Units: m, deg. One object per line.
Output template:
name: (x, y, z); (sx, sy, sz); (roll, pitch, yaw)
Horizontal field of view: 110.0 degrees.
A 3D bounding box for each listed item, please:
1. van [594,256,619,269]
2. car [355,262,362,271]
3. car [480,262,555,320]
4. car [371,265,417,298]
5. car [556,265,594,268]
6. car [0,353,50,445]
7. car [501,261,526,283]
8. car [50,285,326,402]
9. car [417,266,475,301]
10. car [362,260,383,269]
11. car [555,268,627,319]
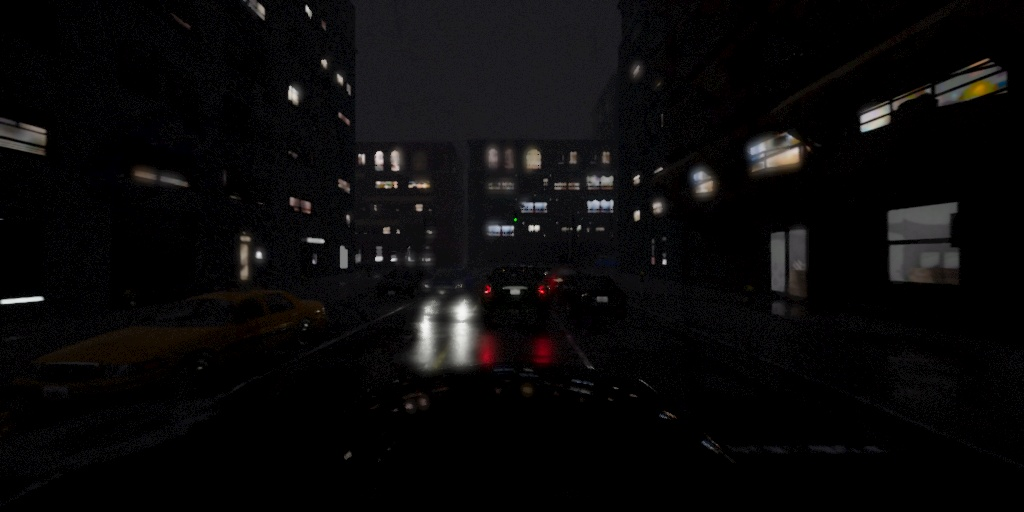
van: (13.135, 0.819, 48.568); (3.998, 1.789, 1.690); (0, 0, 0)
car: (-19.615, 1.077, 40.418); (4.097, 1.591, 1.967); (0, 0, 0)
car: (0.098, 1.044, 12.457); (2.097, 1.767, 4.553); (0, 0, 0)
car: (-5.265, 1.232, 17.865); (1.948, 1.339, 4.313); (0, 0, 0)
car: (2.582, 1.211, 17.881); (1.888, 1.381, 4.507); (0, 0, 0)
car: (-5.305, 1.279, 1.002); (1.751, 1.417, 4.829); (0, 0, 0)
car: (0.116, 1.148, 27.633); (1.812, 1.442, 4.674); (0, 0, 0)
car: (-5.290, 1.248, 6.566); (1.751, 1.417, 4.829); (0, 0, 0)
car: (-2.830, 1.197, 16.809); (1.812, 1.442, 4.674); (0, 0, 0)
car: (-19.650, 1.239, 48.557); (4.403, 1.370, 2.007); (0, 0, 0)
car: (2.577, 1.259, 12.317); (1.948, 1.339, 4.313); (0, 0, 0)
